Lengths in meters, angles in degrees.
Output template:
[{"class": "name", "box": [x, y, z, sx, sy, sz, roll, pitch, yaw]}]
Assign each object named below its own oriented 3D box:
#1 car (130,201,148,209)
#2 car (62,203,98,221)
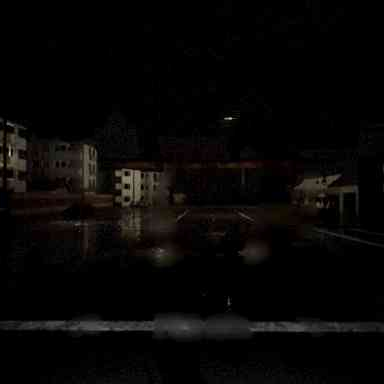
[{"class": "car", "box": [-8.989, 2.222, 56.859, 1.895, 1.301, 4.718, 0, -1, 8]}, {"class": "car", "box": [-10.239, 1.801, 30.735, 1.882, 1.535, 5.008, 0, -1, 2]}]
